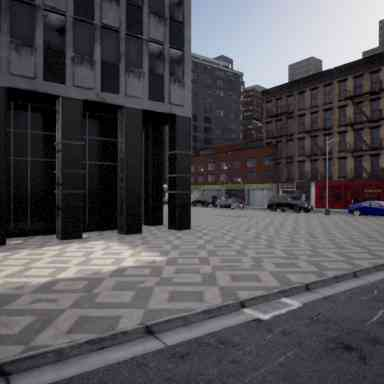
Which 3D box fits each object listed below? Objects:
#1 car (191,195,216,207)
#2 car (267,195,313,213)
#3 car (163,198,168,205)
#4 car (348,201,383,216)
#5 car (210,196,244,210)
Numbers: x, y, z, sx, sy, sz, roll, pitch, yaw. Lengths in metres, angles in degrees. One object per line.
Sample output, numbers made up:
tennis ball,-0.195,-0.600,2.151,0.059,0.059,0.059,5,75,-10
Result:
car,2.175,1.522,56.641,2.150,2.045,5.566,0,0,-36
car,11.320,1.392,38.821,2.150,2.045,5.566,0,-1,-36
car,-4.041,1.844,65.042,1.837,1.490,4.892,0,0,-36
car,17.167,1.577,30.820,1.882,1.535,5.008,0,-1,-37
car,5.286,1.727,47.076,2.128,1.511,4.902,0,0,-36
